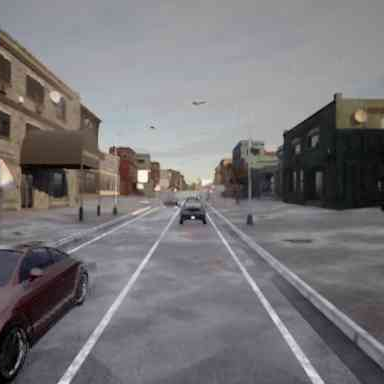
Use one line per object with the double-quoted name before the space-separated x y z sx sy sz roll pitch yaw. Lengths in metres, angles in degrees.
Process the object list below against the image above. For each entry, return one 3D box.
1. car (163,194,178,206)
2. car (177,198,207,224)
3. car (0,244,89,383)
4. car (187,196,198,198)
"car" -3.151 1.131 49.327 2.097 1.767 4.553 0 2 0
"car" 0.061 1.461 24.694 1.837 1.490 4.892 0 0 0
"car" -3.105 1.553 5.198 1.994 1.385 4.181 0 0 0
"car" 0.031 1.302 42.494 2.033 1.649 4.856 0 1 0
